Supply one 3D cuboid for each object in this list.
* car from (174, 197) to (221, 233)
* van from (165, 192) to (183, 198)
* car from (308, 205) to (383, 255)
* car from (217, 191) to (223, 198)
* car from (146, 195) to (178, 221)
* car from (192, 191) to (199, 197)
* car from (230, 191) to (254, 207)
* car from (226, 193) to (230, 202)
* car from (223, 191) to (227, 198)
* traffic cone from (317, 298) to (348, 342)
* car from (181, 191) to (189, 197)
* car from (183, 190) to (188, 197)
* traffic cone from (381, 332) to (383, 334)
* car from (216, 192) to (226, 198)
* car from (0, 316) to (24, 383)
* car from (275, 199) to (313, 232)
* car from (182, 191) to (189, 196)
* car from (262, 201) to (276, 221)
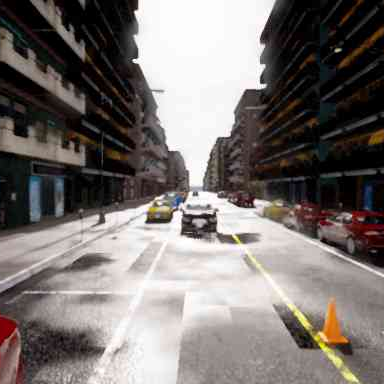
[{"bbox_3d":[0.374,1.244,17.898,2.128,1.511,4.902,0,1,0],"label":"car"},{"bbox_3d":[-2.109,0.862,35.047,1.690,1.788,3.998,0,1,0],"label":"van"},{"bbox_3d":[6.121,1.394,12.326,1.887,1.381,4.507,0,1,0],"label":"car"},{"bbox_3d":[6.497,0.596,68.937,1.967,1.590,4.097,0,1,0],"label":"car"},{"bbox_3d":[-2.185,1.193,23.557,1.752,1.417,4.829,0,1,0],"label":"car"},{"bbox_3d":[0.930,0.476,86.842,1.812,1.442,4.674,0,0,0],"label":"car"},{"bbox_3d":[6.309,0.798,40.628,2.192,1.841,5.009,0,1,0],"label":"car"},{"bbox_3d":[6.346,0.966,46.293,2.008,1.369,4.403,0,1,0],"label":"car"},{"bbox_3d":[6.384,0.899,51.954,2.008,1.369,4.403,0,1,0],"label":"car"},{"bbox_3d":[2.107,1.892,4.999,0.340,0.580,0.340,0,1,0],"label":"traffic cone"},{"bbox_3d":[-1.770,0.530,86.002,1.802,1.307,4.206,0,1,0],"label":"car"},{"bbox_3d":[-1.996,0.758,52.032,1.967,1.590,4.097,0,1,0],"label":"car"},{"bbox_3d":[3.107,1.895,4.993,0.340,0.580,0.340,0,1,0],"label":"traffic cone"},{"bbox_3d":[6.534,0.661,74.597,1.947,1.339,4.313,0,1,0],"label":"car"},{"bbox_3d":[-2.335,1.520,1.081,1.887,1.381,4.507,0,1,0],"label":"car"},{"bbox_3d":[6.158,1.316,17.991,1.887,1.381,4.507,0,1,0],"label":"car"},{"bbox_3d":[-1.733,0.475,91.663,1.802,1.307,4.206,0,1,0],"label":"car"},{"bbox_3d":[6.197,1.219,23.819,1.752,1.417,4.829,0,1,0],"label":"car"}]
